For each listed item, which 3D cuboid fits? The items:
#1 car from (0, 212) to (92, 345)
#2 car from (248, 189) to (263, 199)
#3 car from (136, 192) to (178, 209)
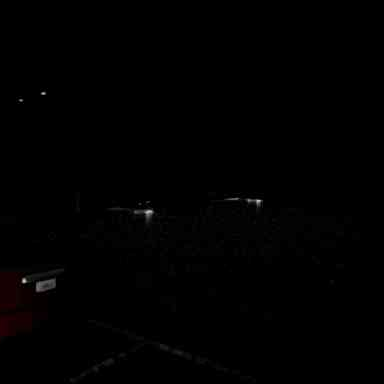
[{"bbox_3d":[-3.836,1.274,5.700,5.009,1.841,2.192,0,0,35],"label":"car"},{"bbox_3d":[10.236,0.298,50.904,1.812,1.442,4.674,0,1,36],"label":"car"},{"bbox_3d":[-3.309,0.795,32.250,1.837,1.490,4.892,0,2,36],"label":"car"}]
